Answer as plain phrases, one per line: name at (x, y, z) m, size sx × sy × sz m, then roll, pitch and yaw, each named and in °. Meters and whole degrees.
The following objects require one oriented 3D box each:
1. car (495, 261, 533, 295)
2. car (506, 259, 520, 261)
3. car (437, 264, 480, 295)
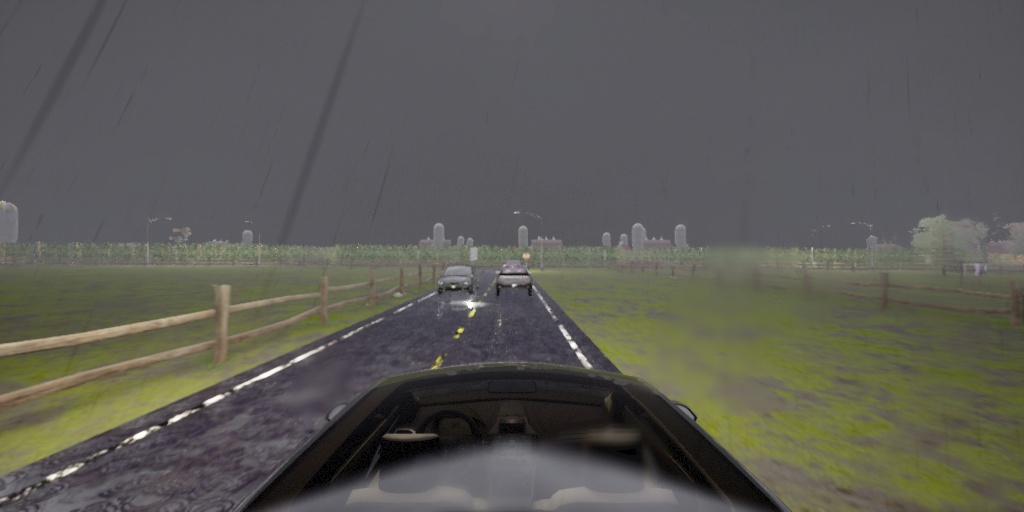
car at (0.099, 1.225, 19.543) m, size 2.128 × 1.511 × 4.902 m, roll 0°, pitch 0°, yaw 0°
car at (0.096, 1.069, 36.048) m, size 2.097 × 1.767 × 4.553 m, roll 0°, pitch 0°, yaw 0°
car at (-2.851, 1.240, 19.826) m, size 1.837 × 1.490 × 4.892 m, roll 0°, pitch 0°, yaw 0°
